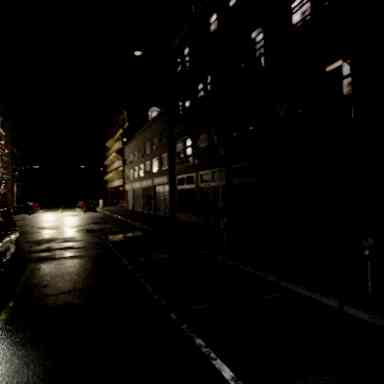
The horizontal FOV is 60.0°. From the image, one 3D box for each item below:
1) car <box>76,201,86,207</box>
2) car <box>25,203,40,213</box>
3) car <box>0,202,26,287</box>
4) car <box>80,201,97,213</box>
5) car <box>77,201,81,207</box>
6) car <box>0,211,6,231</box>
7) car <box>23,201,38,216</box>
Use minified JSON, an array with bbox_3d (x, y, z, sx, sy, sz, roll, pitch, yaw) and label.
[{"bbox_3d":[-26.386,2.777,79.002,2.008,1.369,4.403,-1,-1,-21],"label":"car"},{"bbox_3d":[-26.311,2.589,54.956,1.887,1.381,4.507,-1,-1,-21],"label":"car"},{"bbox_3d":[-6.383,1.448,9.489,2.150,2.045,5.566,-1,-1,-21],"label":"car"},{"bbox_3d":[-14.566,2.236,47.505,1.752,1.417,4.829,-1,-1,-21],"label":"car"},{"bbox_3d":[-18.466,2.426,57.898,1.887,1.381,4.507,-1,-1,-21],"label":"car"},{"bbox_3d":[-14.430,2.105,23.297,1.802,1.307,4.206,-1,-1,-21],"label":"car"},{"bbox_3d":[-22.355,2.186,44.405,2.192,1.841,5.009,-1,-1,-21],"label":"car"}]
